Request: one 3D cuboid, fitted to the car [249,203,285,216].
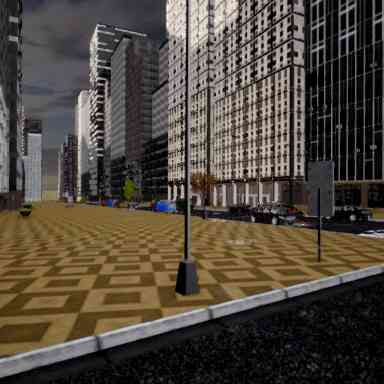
[{"bbox_3d":[8.855,2.059,39.675,1.947,1.339,4.313,-1,-1,-26],"label":"car"}]

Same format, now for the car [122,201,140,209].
[{"bbox_3d":[-10.862,2.518,61.407,2.008,1.369,4.403,-1,-1,-26],"label":"car"}]

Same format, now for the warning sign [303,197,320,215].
[{"bbox_3d":[13.087,1.535,36.413,1.300,1.860,1.060,1,-1,-26],"label":"warning sign"}]

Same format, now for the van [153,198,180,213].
[{"bbox_3d":[-3.569,1.998,46.197,1.690,1.788,3.998,-1,-1,-26],"label":"van"}]

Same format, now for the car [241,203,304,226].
[{"bbox_3d":[6.163,1.808,25.908,2.008,1.369,4.403,-1,-1,-26],"label":"car"}]

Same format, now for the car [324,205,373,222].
[{"bbox_3d":[13.719,1.845,29.532,2.008,1.369,4.403,-1,-1,-26],"label":"car"}]

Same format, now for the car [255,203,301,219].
[{"bbox_3d":[8.663,1.899,34.113,1.837,1.490,4.892,0,-1,-26],"label":"car"}]

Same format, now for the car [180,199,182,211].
[{"bbox_3d":[-3.917,2.333,53.086,2.033,1.411,5.357,0,-1,-25],"label":"car"}]

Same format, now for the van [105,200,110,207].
[{"bbox_3d":[-18.161,2.626,76.623,1.690,1.788,3.998,-1,-1,-26],"label":"van"}]

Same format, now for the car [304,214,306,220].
[{"bbox_3d":[7.443,1.859,29.257,2.033,1.411,5.357,0,-1,-26],"label":"car"}]

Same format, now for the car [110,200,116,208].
[{"bbox_3d":[-15.726,2.723,71.550,1.887,1.381,4.507,-1,-1,-26],"label":"car"}]

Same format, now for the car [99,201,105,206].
[{"bbox_3d":[-23.021,3.044,86.762,1.887,1.381,4.507,-1,-1,-26],"label":"car"}]

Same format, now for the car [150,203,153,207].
[{"bbox_3d":[-8.169,2.798,75.173,1.802,1.307,4.206,-1,-1,-26],"label":"car"}]

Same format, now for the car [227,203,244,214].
[{"bbox_3d":[6.423,2.159,44.746,1.947,1.339,4.313,-1,-1,-26],"label":"car"}]

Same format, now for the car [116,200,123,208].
[{"bbox_3d":[-13.221,2.594,66.326,1.752,1.417,4.829,-1,-1,-26],"label":"car"}]

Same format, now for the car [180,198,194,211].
[{"bbox_3d":[-1.553,2.041,55.321,2.150,2.045,5.566,0,-1,-25],"label":"car"}]
